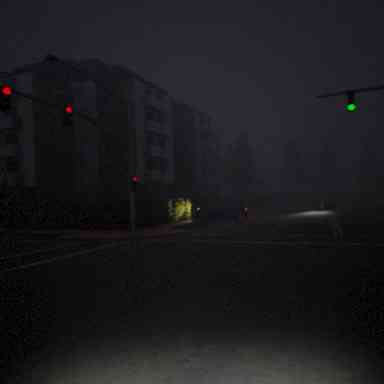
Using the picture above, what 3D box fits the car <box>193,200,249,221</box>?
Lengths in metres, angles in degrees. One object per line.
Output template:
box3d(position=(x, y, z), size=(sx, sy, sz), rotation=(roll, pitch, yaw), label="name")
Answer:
box3d(position=(2.355, 1.475, 27.769), size=(4.553, 1.767, 2.097), rotation=(1, 0, 1), label="car")

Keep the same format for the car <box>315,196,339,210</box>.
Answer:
box3d(position=(15.535, 1.258, 38.243), size=(2.128, 1.511, 4.902), rotation=(-3, -1, 35), label="car")
